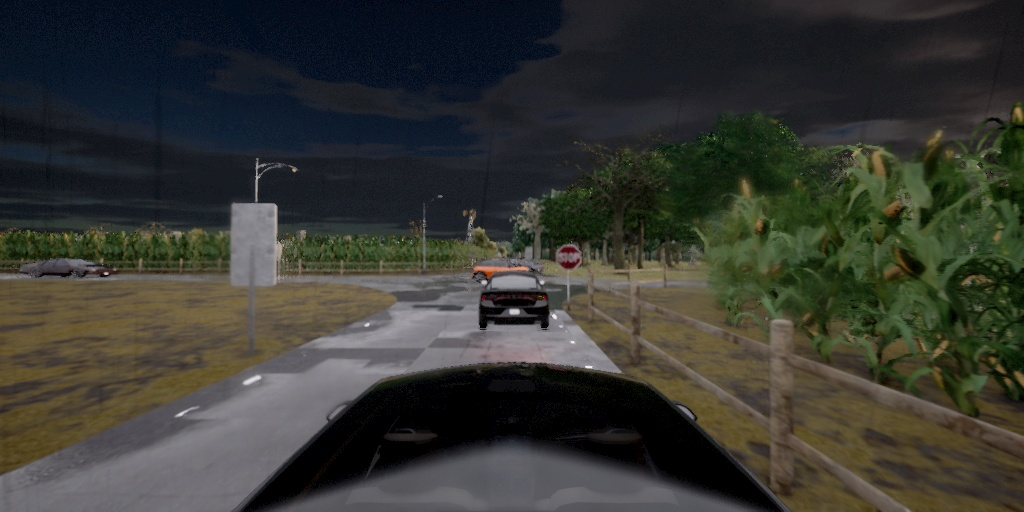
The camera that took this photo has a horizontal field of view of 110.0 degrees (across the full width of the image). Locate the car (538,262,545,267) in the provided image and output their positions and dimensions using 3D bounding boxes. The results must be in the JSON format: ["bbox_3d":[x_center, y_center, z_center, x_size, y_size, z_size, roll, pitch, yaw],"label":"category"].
[{"bbox_3d":[1.492,1.132,36.740,2.128,1.511,4.902,0,0,-28],"label":"car"}]

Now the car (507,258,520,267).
[{"bbox_3d":[0.272,1.108,63.183,2.033,1.411,5.357,0,0,0],"label":"car"}]

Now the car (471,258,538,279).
[{"bbox_3d":[-0.625,1.039,26.006,4.553,1.767,2.097,1,0,0],"label":"car"}]

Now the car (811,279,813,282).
[{"bbox_3d":[25.279,1.670,29.680,4.181,1.385,1.994,1,-1,0],"label":"car"}]

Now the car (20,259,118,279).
[{"bbox_3d":[-32.181,0.893,26.100,5.357,1.411,2.033,0,-1,0],"label":"car"}]

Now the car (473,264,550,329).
[{"bbox_3d":[0.039,1.196,11.194,1.882,1.535,5.008,0,0,0],"label":"car"}]
